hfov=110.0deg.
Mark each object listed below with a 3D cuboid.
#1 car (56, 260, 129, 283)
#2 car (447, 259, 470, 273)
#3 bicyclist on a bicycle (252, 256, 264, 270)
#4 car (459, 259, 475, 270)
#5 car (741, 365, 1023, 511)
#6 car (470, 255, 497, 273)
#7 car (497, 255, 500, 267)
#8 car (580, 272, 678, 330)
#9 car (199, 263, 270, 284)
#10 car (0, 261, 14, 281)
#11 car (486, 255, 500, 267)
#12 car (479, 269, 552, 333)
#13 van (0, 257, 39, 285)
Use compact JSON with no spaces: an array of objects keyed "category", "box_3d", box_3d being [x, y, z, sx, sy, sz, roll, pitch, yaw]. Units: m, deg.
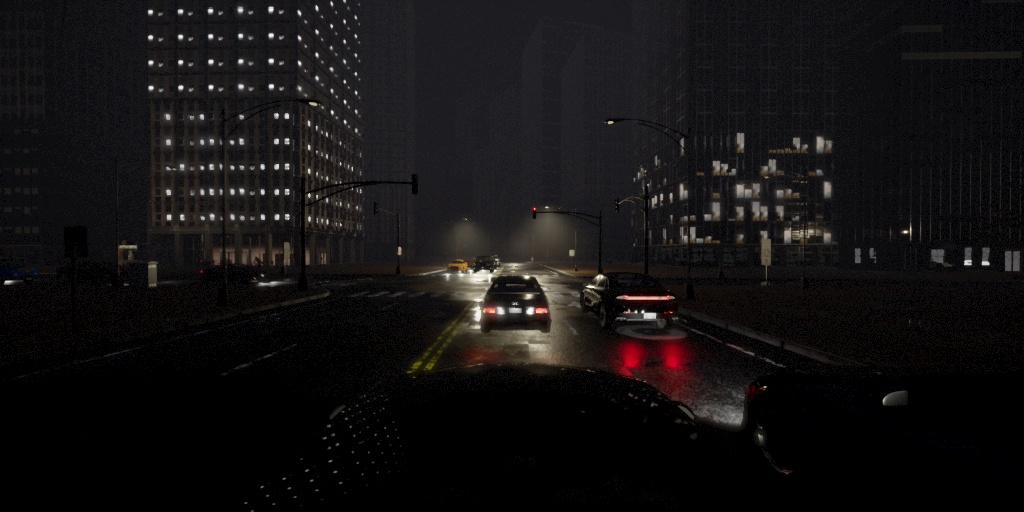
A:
[{"category":"car","box_3d":[-30.047,1.093,26.155,5.008,1.535,1.882,0,0,2]},{"category":"car","box_3d":[-6.540,1.193,43.248,1.882,1.535,5.008,0,0,0]},{"category":"bicyclist on a bicycle","box_3d":[-24.659,0.867,34.749,0.582,1.620,1.656,0,1,1]},{"category":"car","box_3d":[-6.526,1.223,52.660,1.812,1.442,4.674,0,0,0]},{"category":"car","box_3d":[3.354,1.314,1.969,1.994,1.385,4.181,0,0,0]},{"category":"car","box_3d":[-3.291,0.937,42.924,2.150,2.045,5.566,0,0,0]},{"category":"car","box_3d":[-3.276,1.048,52.878,2.097,1.767,4.553,0,0,0]},{"category":"car","box_3d":[3.359,1.238,11.125,2.128,1.511,4.902,0,0,0]},{"category":"car","box_3d":[-19.955,1.227,25.889,4.181,1.385,1.994,0,0,1]},{"category":"car","box_3d":[-40.288,1.092,26.442,4.674,1.442,1.812,0,0,2]},{"category":"car","box_3d":[-3.253,0.896,63.106,2.150,2.045,5.566,0,0,0]},{"category":"car","box_3d":[0.111,1.294,10.713,2.033,1.411,5.357,0,0,1]},{"category":"van","box_3d":[-33.905,0.959,23.672,3.998,1.789,1.690,0,0,2]}]
